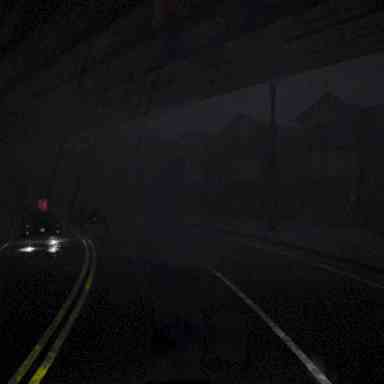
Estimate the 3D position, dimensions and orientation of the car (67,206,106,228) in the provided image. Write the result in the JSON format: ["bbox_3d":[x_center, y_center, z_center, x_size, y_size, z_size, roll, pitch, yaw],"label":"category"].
[{"bbox_3d":[-8.123,1.800,25.362,1.882,1.535,5.008,0,-1,-32],"label":"car"}]

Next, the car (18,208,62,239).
[{"bbox_3d":[-8.561,1.792,18.814,1.994,1.385,4.181,0,-1,-28],"label":"car"}]

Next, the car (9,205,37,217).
[{"bbox_3d":[-18.644,2.125,37.192,5.357,1.411,2.033,-1,-1,42],"label":"car"}]
